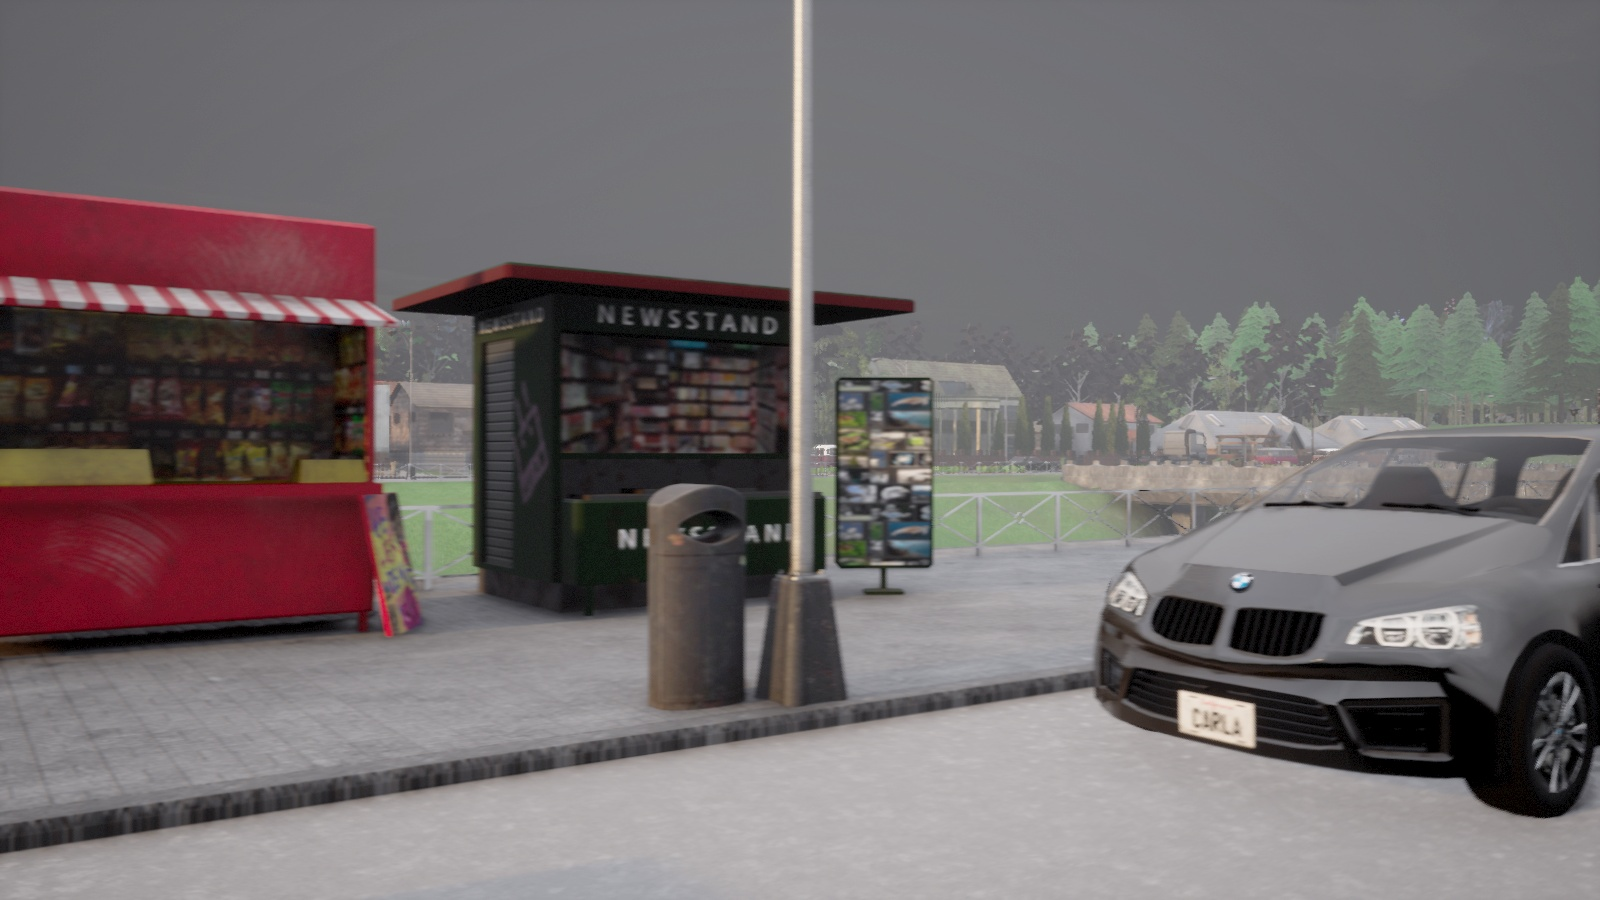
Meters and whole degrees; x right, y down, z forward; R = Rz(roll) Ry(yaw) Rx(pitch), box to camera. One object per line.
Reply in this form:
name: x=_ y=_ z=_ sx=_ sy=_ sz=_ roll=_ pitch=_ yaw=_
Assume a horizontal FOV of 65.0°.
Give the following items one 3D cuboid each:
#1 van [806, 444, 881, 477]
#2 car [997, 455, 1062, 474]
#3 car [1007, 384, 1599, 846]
van: x=2.833 y=0.662 z=81.434 sx=4.480 sy=2.038 sz=2.069 roll=0 pitch=0 yaw=-35
car: x=16.664 y=1.033 z=91.063 sx=4.718 sy=1.301 sz=1.895 roll=0 pitch=0 yaw=-35
car: x=3.587 y=0.598 z=6.769 sx=4.611 sy=1.667 sz=2.242 roll=0 pitch=0 yaw=-35
